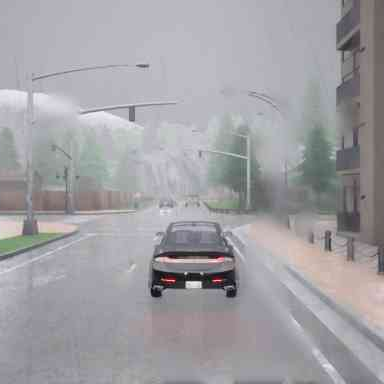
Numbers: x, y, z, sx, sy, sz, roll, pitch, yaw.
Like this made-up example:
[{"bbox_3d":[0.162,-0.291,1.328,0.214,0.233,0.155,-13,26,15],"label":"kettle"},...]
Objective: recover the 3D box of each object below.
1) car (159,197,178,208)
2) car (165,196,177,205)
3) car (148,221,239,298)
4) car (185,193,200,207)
[{"bbox_3d":[-3.609,1.491,47.846,2.128,1.511,4.902,0,0,0],"label":"car"},{"bbox_3d":[-3.601,1.526,57.948,1.812,1.442,4.674,0,0,0],"label":"car"},{"bbox_3d":[0.052,1.492,8.534,2.128,1.511,4.902,0,0,0],"label":"car"},{"bbox_3d":[0.088,1.221,52.987,2.150,2.045,5.566,0,0,0],"label":"car"}]
